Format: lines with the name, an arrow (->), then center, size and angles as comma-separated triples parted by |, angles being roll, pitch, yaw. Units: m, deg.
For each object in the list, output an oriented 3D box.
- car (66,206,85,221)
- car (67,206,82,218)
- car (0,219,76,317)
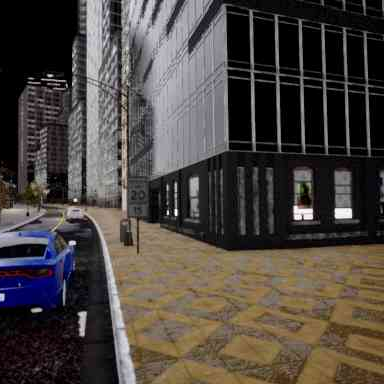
car -> -13.135, 2.513, 37.372 | 1.812, 1.442, 4.674 | 0, -2, -19
car -> -16.618, 2.727, 46.938 | 1.882, 1.535, 5.008 | 0, -2, -21
car -> -3.865, 1.647, 7.830 | 1.882, 1.535, 5.008 | 0, -2, -16
